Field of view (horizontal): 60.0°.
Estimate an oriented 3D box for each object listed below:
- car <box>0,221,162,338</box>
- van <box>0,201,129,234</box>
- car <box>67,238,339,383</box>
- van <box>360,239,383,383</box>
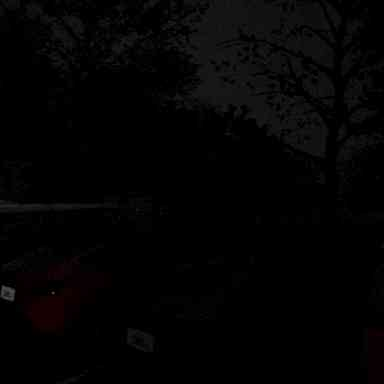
[{"bbox_3d":[-1.302,1.517,6.724,2.163,1.488,4.792,0,0,36],"label":"car"},{"bbox_3d":[-3.623,1.275,8.211,1.878,1.987,4.442,0,0,35],"label":"van"},{"bbox_3d":[0.847,1.510,5.191,2.163,1.488,4.792,0,0,36],"label":"car"},{"bbox_3d":[3.154,1.254,3.654,1.878,1.987,4.442,0,0,35],"label":"van"}]
